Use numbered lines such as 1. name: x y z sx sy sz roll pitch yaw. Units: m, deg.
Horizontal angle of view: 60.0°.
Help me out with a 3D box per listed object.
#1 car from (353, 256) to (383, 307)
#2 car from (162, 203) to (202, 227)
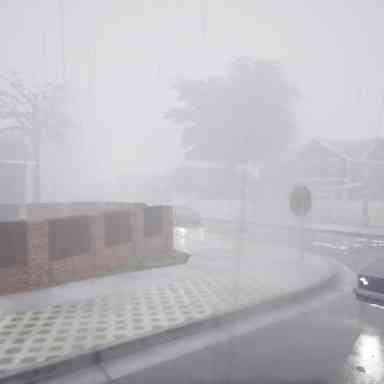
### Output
1. car: 5.578 1.466 6.940 5.357 1.411 2.033 -1 1 -36
2. car: -1.187 1.605 23.932 1.837 1.490 4.892 1 -1 -33
